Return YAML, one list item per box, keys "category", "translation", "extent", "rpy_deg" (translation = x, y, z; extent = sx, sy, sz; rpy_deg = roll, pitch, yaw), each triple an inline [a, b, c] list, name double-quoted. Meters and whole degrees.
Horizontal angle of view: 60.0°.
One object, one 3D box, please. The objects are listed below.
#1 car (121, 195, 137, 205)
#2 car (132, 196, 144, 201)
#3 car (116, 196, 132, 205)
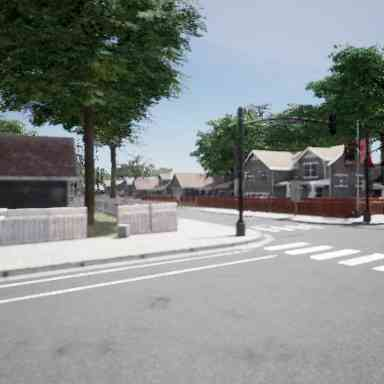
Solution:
- category: "car"
  translation: [-12.512, 1.573, 65.563]
  extent: [2.097, 1.767, 4.553]
  rpy_deg: [0, 0, -24]
- category: "car"
  translation: [-9.851, 1.756, 59.678]
  extent: [1.994, 1.385, 4.181]
  rpy_deg: [0, 0, -23]
- category: "car"
  translation: [-12.490, 1.689, 58.764]
  extent: [1.882, 1.535, 5.008]
  rpy_deg: [0, 0, -24]
